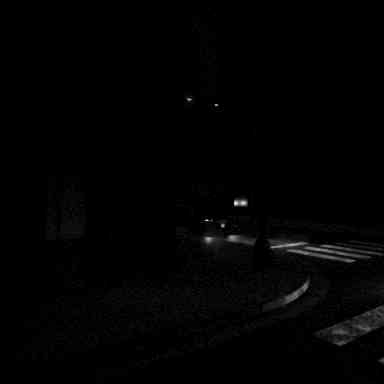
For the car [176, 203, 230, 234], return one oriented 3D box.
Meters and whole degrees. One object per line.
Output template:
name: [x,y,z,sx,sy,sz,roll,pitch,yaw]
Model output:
car: [0.079,1.406,18.631,2.128,1.511,4.902,0,0,-37]
